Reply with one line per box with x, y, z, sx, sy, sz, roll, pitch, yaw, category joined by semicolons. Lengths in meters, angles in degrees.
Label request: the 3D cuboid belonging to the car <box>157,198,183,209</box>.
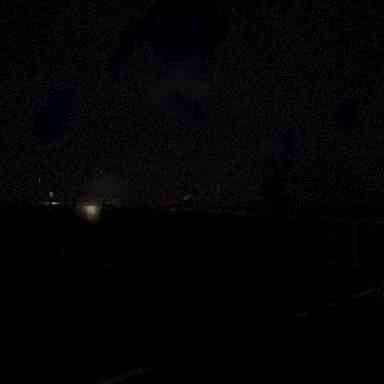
-3.243;1.635;48.819;1.882;1.535;5.008;-1;0;-35;car
